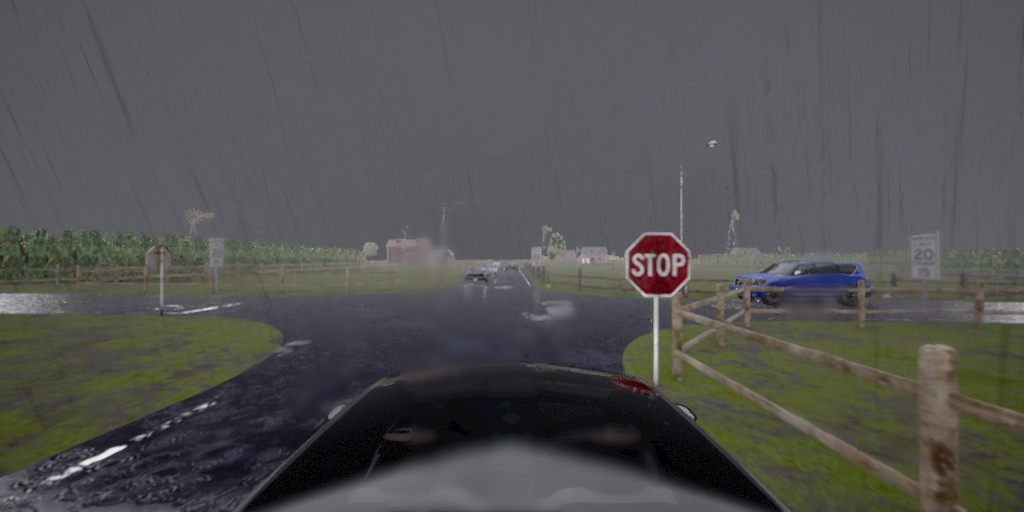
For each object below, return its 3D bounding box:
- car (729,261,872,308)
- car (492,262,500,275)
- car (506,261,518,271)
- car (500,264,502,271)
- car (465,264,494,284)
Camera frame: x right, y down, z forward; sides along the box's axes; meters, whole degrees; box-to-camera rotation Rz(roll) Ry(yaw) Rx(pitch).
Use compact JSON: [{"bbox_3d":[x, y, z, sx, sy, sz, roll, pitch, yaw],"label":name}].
[{"bbox_3d":[13.305,1.228,16.733,5.566,2.045,2.150,0,0,1],"label":"car"},{"bbox_3d":[-2.860,1.759,45.849,1.895,1.301,4.718,0,-1,0],"label":"car"},{"bbox_3d":[-0.017,1.652,61.316,2.097,1.767,4.553,0,-1,0],"label":"car"},{"bbox_3d":[-2.779,1.857,64.692,1.812,1.442,4.674,0,-1,0],"label":"car"},{"bbox_3d":[-2.857,1.620,30.797,1.895,1.301,4.718,0,-1,0],"label":"car"}]
